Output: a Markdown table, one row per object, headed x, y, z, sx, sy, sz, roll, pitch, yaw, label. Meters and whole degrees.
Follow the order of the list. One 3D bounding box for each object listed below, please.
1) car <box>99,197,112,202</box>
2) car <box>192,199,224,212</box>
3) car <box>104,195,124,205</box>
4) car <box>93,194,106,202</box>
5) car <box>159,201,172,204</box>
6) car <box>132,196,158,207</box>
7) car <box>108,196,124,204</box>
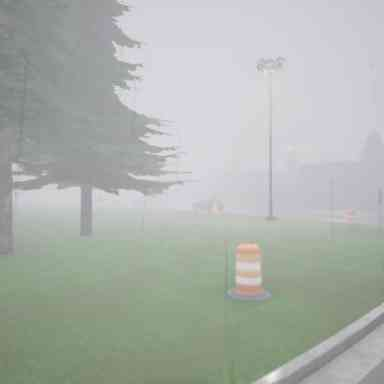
| x | y | z | sx | sy | sz | roll | pitch | yaw | label |
| --- | --- | --- | --- | --- | --- | --- | --- | --- | --- |
| -23.550 | 1.934 | 90.266 | 1.895 | 1.301 | 4.718 | 0 | 0 | -34 | car |
| 1.917 | 1.578 | 40.914 | 2.128 | 1.511 | 4.902 | 0 | 0 | -34 | car |
| -14.999 | 1.727 | 65.558 | 2.128 | 1.511 | 4.902 | 0 | 0 | -34 | car |
| -22.948 | 1.545 | 83.196 | 2.150 | 2.045 | 5.566 | 0 | 0 | -34 | car |
| -6.120 | 1.699 | 71.032 | 1.837 | 1.490 | 4.892 | 0 | 0 | -34 | car |
| -8.159 | 1.666 | 55.616 | 2.128 | 1.511 | 4.902 | 0 | 0 | -34 | car |
| -17.081 | 1.746 | 74.640 | 1.882 | 1.535 | 5.008 | 0 | 0 | -34 | car |
